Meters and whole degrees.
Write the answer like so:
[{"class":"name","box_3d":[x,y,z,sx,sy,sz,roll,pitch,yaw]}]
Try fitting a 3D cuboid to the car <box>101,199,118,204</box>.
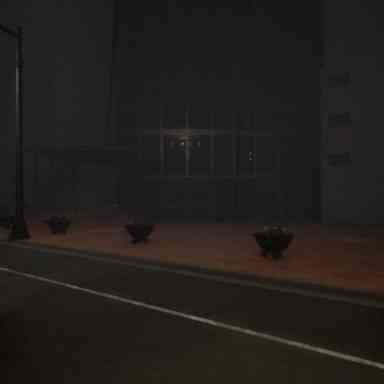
[{"class":"car","box_3d":[-18.917,2.157,76.861,1.895,1.301,4.718,-1,0,34]}]
